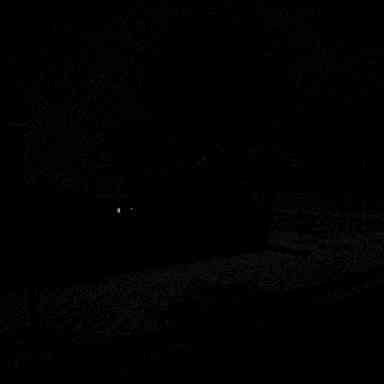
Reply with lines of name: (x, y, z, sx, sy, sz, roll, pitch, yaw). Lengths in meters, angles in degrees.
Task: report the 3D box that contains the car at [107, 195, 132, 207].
car: (-8.685, 1.104, 39.907, 1.994, 1.385, 4.181, -2, 1, -34)
